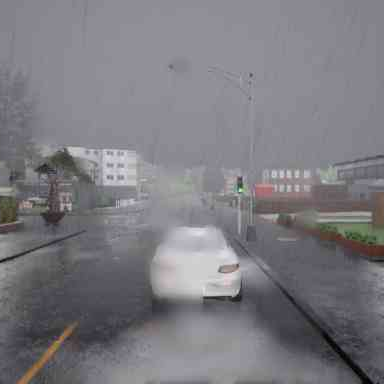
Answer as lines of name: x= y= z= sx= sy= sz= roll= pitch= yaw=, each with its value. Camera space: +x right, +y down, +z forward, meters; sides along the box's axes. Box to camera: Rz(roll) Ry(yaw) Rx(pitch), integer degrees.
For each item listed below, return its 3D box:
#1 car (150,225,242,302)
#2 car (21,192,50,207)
car: x=0.086 y=1.526 z=8.131 sx=1.812 sy=1.442 sz=4.674 roll=0 pitch=0 yaw=0
car: x=-19.817 y=0.986 z=42.788 sx=1.905 sy=1.878 sz=3.866 roll=0 pitch=0 yaw=35
